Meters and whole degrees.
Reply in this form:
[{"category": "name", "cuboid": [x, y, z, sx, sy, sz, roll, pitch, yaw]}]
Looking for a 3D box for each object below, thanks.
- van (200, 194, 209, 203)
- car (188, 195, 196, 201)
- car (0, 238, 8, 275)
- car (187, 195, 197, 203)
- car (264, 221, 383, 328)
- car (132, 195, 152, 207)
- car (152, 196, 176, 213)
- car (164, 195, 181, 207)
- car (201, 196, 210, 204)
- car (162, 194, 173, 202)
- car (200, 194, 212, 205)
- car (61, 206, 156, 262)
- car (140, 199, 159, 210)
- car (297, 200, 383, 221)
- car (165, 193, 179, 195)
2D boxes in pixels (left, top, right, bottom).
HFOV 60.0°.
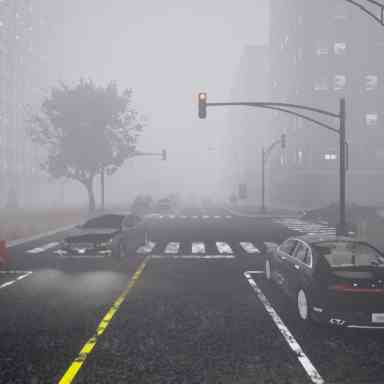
[{"category": "van", "cuboid": [2.674, 1.402, 72.428, 1.690, 1.788, 3.998, 0, 0, 0]}, {"category": "car", "cuboid": [-0.015, 1.447, 79.033, 1.812, 1.442, 4.674, 0, 0, 0]}, {"category": "car", "cuboid": [-5.692, 1.545, 6.900, 1.887, 1.381, 4.507, 0, 0, 0]}, {"category": "car", "cuboid": [-0.015, 1.656, 69.056, 1.895, 1.301, 4.718, 0, 0, 0]}, {"category": "car", "cuboid": [2.688, 1.551, 6.902, 2.008, 1.369, 4.403, 0, 0, 0]}, {"category": "car", "cuboid": [-5.700, 1.336, 39.288, 2.192, 1.841, 5.009, 0, 0, 0]}, {"category": "car", "cuboid": [-3.106, 1.525, 37.933, 1.837, 1.490, 4.892, 0, 0, 0]}, {"category": "car", "cuboid": [-3.104, 1.521, 48.140, 2.128, 1.511, 4.902, 0, 0, 0]}, {"category": "car", "cuboid": [2.676, 1.578, 67.074, 1.752, 1.417, 4.829, 0, 0, 0]}, {"category": "car", "cuboid": [-5.708, 1.386, 77.948, 2.192, 1.841, 5.009, 0, 0, 0]}, {"category": "car", "cuboid": [2.677, 1.610, 61.381, 1.947, 1.339, 4.313, 0, 0, 0]}, {"category": "car", "cuboid": [-2.956, 1.507, 12.277, 1.837, 1.490, 4.892, -2, 0, 8]}, {"category": "car", "cuboid": [-5.701, 1.592, 44.811, 1.947, 1.339, 4.313, 0, 0, 0]}, {"category": "car", "cuboid": [10.456, 1.388, 23.910, 5.357, 1.411, 2.033, -1, 0, 4]}, {"category": "car", "cuboid": [-3.097, 1.263, 58.718, 2.150, 2.045, 5.566, 0, 0, -1]}]
